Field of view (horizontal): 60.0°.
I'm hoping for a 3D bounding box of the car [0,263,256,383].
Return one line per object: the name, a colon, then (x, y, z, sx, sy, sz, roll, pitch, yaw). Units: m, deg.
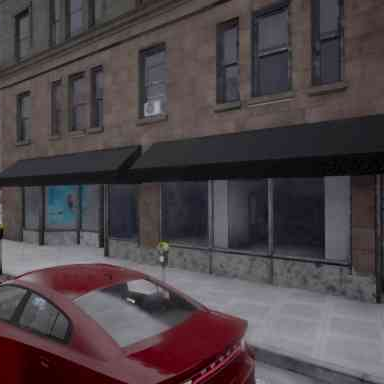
car: (-1.497, 1.545, 3.933, 4.507, 1.381, 1.887, 0, 0, 36)
